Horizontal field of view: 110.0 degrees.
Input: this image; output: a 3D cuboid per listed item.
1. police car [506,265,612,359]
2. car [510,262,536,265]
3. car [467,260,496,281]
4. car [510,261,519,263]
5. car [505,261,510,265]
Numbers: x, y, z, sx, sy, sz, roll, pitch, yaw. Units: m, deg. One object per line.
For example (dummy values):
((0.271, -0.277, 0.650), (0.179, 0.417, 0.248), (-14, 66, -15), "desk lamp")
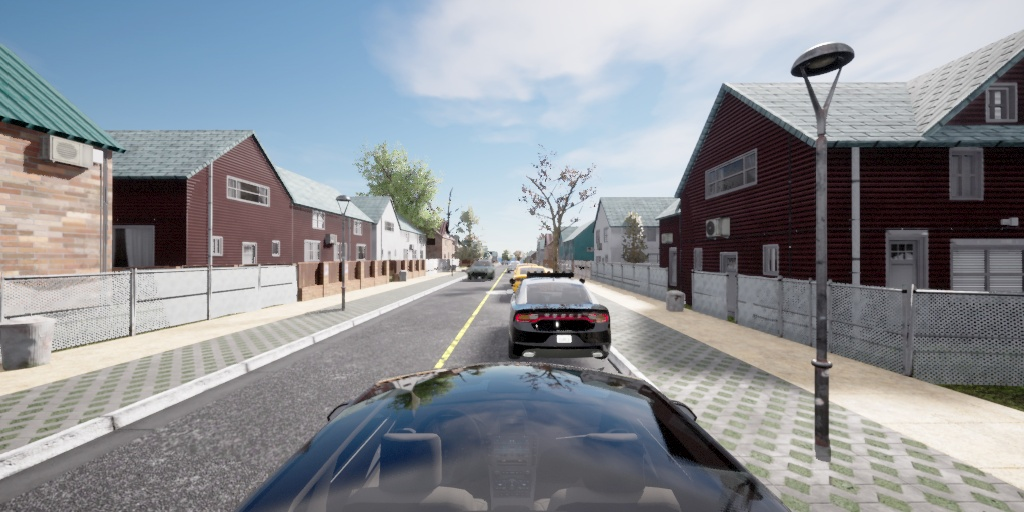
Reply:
((0.889, 1.176, 8.545), (1.930, 1.638, 5.238), (0, 0, 0), "police car")
((0.969, 1.238, 18.435), (1.882, 1.535, 5.008), (0, 0, 0), "car")
((-2.511, 1.140, 30.236), (2.097, 1.767, 4.553), (0, 0, 0), "car")
((1.018, 1.250, 24.436), (1.882, 1.535, 5.008), (0, 0, 0), "car")
((0.397, 1.383, 45.710), (1.812, 1.442, 4.674), (0, 0, 1), "car")
